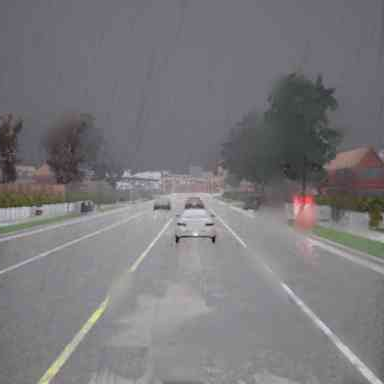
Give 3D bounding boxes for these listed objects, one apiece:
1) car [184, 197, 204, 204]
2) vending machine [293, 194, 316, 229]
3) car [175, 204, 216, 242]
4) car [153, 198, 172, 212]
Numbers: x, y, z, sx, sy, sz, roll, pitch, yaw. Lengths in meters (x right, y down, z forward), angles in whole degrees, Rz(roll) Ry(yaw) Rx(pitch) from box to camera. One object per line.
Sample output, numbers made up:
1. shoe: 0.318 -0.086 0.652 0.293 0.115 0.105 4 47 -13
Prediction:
1. car: 0.236 1.353 36.841 2.097 1.767 4.553 0 0 0
2. vending machine: 6.967 1.206 20.703 1.100 2.100 0.880 0 0 0
3. car: 0.159 1.526 16.266 1.812 1.442 4.674 0 0 0
4. car: -3.441 1.471 39.543 1.882 1.535 5.008 0 0 0
